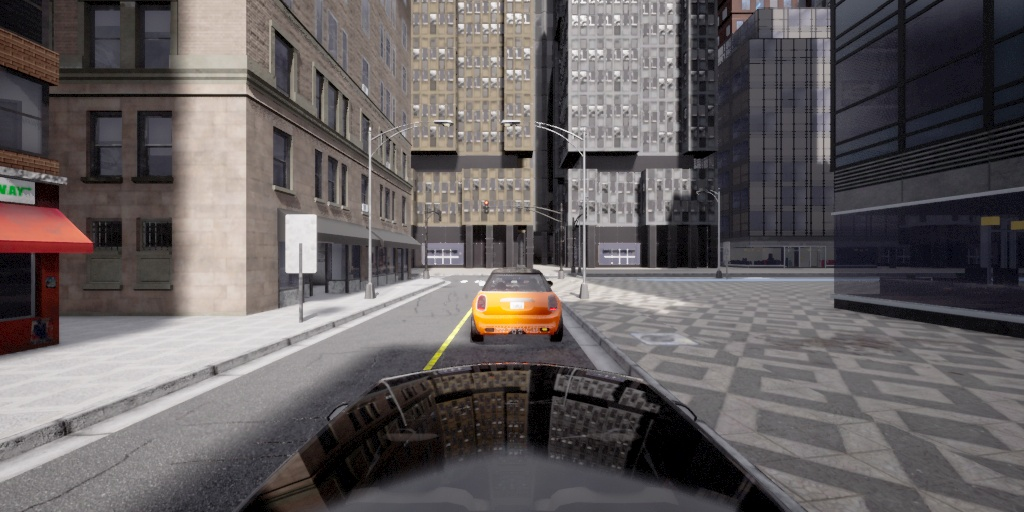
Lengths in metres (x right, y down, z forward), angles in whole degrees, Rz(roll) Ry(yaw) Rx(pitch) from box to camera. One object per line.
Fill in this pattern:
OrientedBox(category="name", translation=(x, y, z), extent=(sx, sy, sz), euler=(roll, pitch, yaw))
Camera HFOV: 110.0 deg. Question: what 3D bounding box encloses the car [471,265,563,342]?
OrientedBox(category="car", translation=(0.104, 1.102, 9.968), extent=(2.097, 1.767, 4.553), euler=(0, 0, 0))
